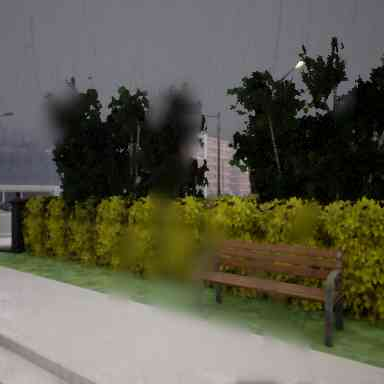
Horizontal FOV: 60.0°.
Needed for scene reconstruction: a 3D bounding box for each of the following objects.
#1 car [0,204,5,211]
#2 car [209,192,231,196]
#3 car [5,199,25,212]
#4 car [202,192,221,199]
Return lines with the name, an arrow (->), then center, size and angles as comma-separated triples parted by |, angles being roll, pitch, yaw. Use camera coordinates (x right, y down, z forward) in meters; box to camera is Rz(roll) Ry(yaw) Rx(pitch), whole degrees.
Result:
car -> -19.245, 1.501, 38.235 | 2.033, 1.411, 5.357 | 0, 0, 35
car -> 6.164, 0.710, 68.205 | 2.128, 1.511, 4.902 | 0, 1, 35
car -> -16.650, 1.502, 35.821 | 2.033, 1.411, 5.357 | 0, 0, 35
car -> 4.195, 0.725, 71.470 | 1.812, 1.442, 4.674 | 0, 1, 35
